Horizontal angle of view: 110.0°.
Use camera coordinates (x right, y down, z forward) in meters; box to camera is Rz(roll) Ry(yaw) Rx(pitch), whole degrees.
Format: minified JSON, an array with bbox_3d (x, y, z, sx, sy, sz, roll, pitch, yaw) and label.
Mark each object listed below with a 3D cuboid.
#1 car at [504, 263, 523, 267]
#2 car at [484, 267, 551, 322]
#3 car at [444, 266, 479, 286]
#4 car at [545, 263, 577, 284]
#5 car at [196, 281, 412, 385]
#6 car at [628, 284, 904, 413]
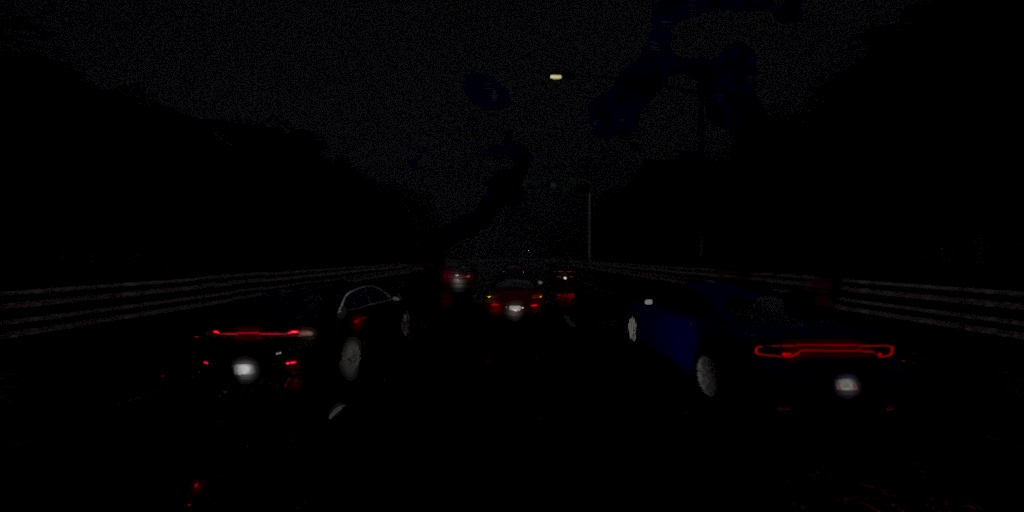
[{"bbox_3d":[0.107,1.252,27.594,1.812,1.442,4.674,0,0,0],"label":"car"},{"bbox_3d":[0.088,1.263,12.099,1.812,1.442,4.674,0,0,0],"label":"car"},{"bbox_3d":[-3.395,1.328,25.083,1.895,1.301,4.718,0,0,0],"label":"car"},{"bbox_3d":[3.606,1.231,26.712,1.837,1.490,4.892,0,0,0],"label":"car"},{"bbox_3d":[-3.406,1.236,7.003,2.128,1.511,4.902,0,0,0],"label":"car"},{"bbox_3d":[3.593,1.221,6.309,1.882,1.535,5.008,0,0,0],"label":"car"}]
